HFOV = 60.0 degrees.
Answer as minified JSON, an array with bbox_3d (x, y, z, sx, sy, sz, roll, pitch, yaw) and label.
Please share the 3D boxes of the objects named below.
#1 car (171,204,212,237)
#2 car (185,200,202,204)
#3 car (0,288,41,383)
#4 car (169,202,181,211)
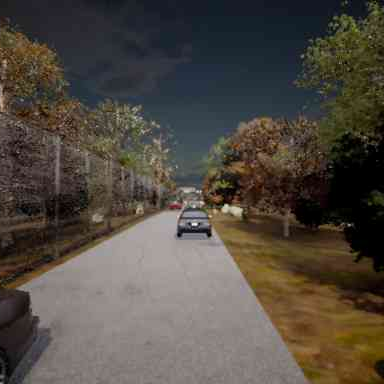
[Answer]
[{"bbox_3d":[0.127,1.641,18.726,2.033,1.411,5.357,0,-1,0],"label":"car"},{"bbox_3d":[0.222,1.757,39.571,2.097,1.767,4.553,0,-1,0],"label":"car"},{"bbox_3d":[-2.850,1.549,1.918,2.033,1.411,5.357,0,0,0],"label":"car"},{"bbox_3d":[-2.573,2.307,52.775,1.895,1.301,4.718,0,-1,1],"label":"car"}]
